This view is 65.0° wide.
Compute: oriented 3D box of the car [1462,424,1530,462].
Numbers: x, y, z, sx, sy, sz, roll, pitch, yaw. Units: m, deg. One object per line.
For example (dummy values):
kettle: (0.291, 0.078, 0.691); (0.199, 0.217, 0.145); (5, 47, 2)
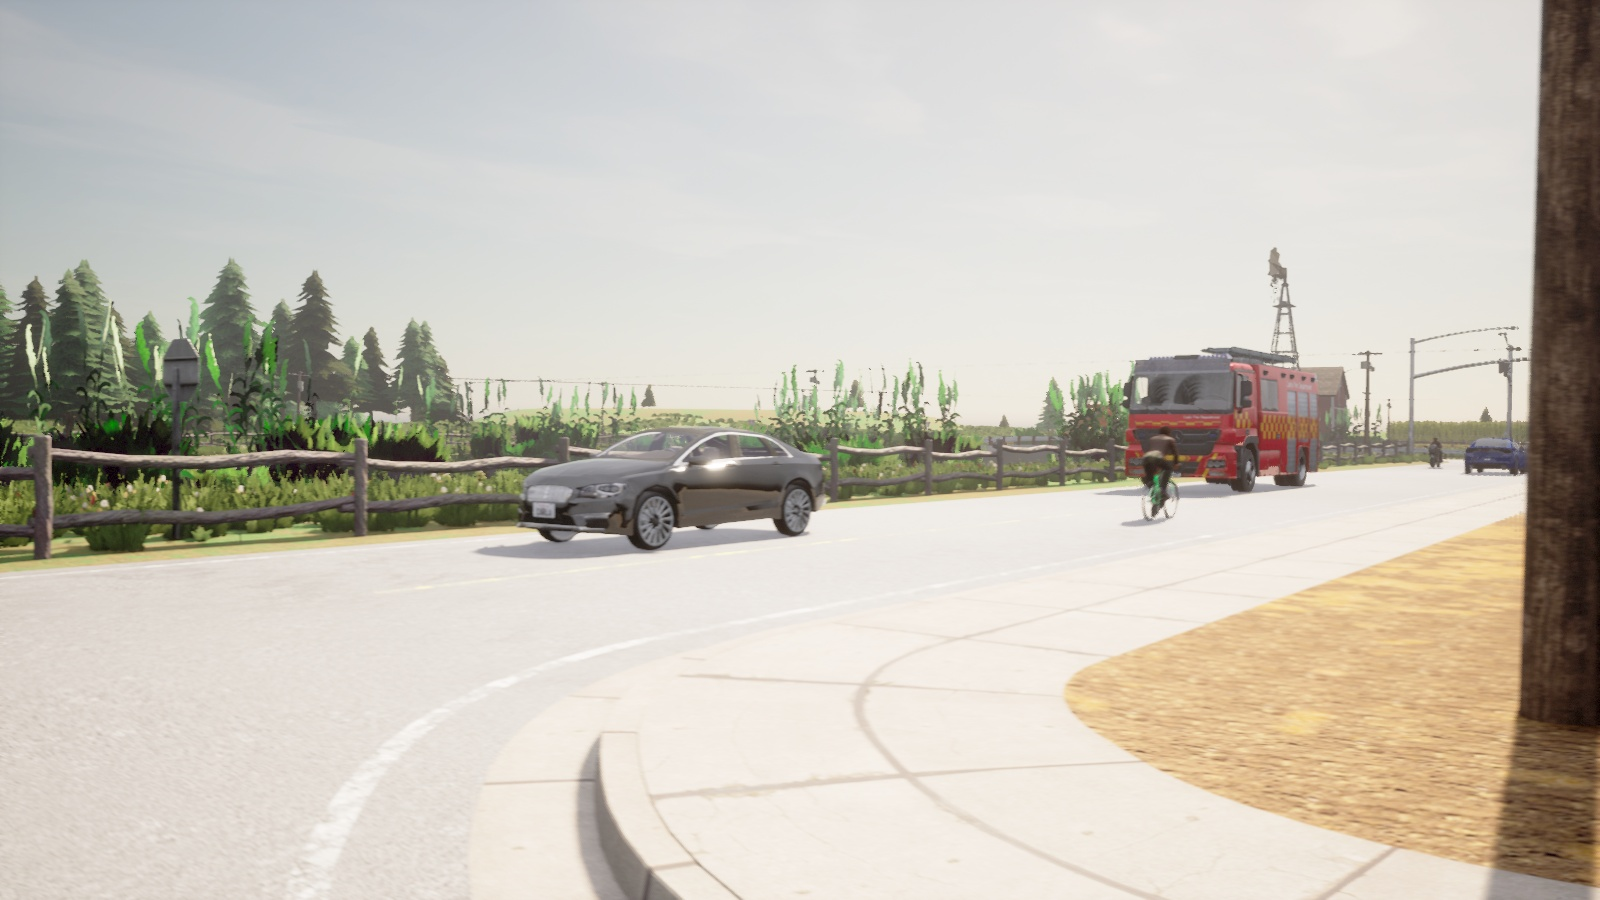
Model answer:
car: (29.285, -0.314, 52.744); (1.882, 1.535, 5.008); (0, 1, 36)

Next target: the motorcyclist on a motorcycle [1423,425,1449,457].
motorcyclist on a motorcycle: (30.610, -0.428, 60.442); (0.797, 1.523, 2.044); (0, 1, 36)

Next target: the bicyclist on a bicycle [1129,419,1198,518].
bicyclist on a bicycle: (6.217, 0.297, 21.440); (0.582, 1.620, 1.656); (0, 1, 36)

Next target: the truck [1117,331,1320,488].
truck: (11.880, -1.059, 35.023); (2.891, 3.827, 8.468); (0, 1, 36)

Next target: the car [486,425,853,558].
car: (-1.544, 0.431, 16.808); (2.128, 1.511, 4.902); (0, 1, 36)
